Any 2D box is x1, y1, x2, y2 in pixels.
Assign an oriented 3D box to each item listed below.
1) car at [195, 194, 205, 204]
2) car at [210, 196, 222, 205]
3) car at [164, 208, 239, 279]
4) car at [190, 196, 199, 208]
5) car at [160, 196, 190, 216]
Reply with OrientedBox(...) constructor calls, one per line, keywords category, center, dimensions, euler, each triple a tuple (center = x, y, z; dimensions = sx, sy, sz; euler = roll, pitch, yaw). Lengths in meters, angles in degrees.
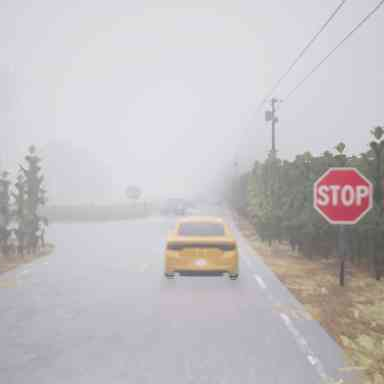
OrientedBox(category="car", center=(1.288, 1.310, 62.098), dimensions=(2.097, 1.767, 4.553), euler=(0, 0, 6))
OrientedBox(category="car", center=(4.085, 1.489, 56.439), dimensions=(1.812, 1.442, 4.674), euler=(0, 0, 5))
OrientedBox(category="car", center=(0.294, 1.471, 10.106), dimensions=(1.882, 1.535, 5.008), euler=(0, 0, 2))
OrientedBox(category="car", center=(-0.508, 1.535, 43.861), dimensions=(1.994, 1.385, 4.181), euler=(0, 0, 6))
OrientedBox(category="car", center=(-1.669, 1.331, 31.634), dimensions=(2.097, 1.767, 4.553), euler=(0, 0, 5))
